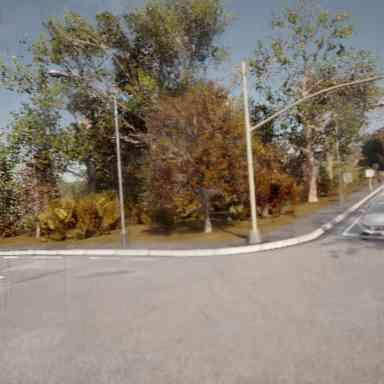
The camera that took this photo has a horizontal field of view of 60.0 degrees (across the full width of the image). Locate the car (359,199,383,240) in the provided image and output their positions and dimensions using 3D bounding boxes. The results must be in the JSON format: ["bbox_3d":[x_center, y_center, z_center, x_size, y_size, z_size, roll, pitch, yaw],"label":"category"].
[{"bbox_3d":[8.041,1.037,13.616,1.812,1.442,4.674,-4,2,33],"label":"car"}]
